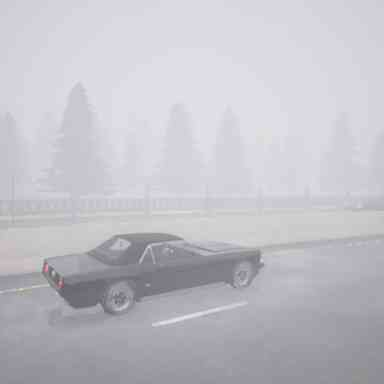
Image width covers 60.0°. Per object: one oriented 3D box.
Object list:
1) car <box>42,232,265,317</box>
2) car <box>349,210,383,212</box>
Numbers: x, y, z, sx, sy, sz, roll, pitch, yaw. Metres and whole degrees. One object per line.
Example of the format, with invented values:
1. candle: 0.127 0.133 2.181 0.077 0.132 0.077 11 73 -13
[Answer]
1. car: -0.625 1.563 7.380 4.718 1.301 1.895 0 0 -33
2. car: 16.754 1.201 31.914 4.553 1.767 2.097 0 0 -23
